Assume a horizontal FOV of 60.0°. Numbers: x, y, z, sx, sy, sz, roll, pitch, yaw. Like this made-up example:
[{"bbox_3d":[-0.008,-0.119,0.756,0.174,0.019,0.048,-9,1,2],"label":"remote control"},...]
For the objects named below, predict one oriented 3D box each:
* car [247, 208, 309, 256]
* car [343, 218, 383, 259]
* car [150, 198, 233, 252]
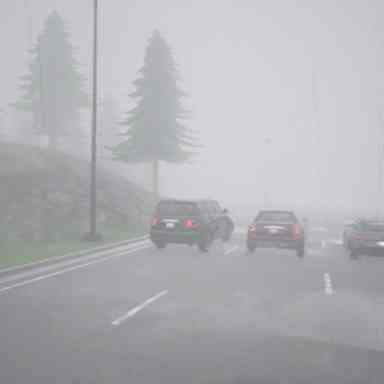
[{"bbox_3d":[3.760,1.460,14.082,2.097,1.767,4.553,0,0,21],"label":"car"},{"bbox_3d":[7.057,1.702,12.914,1.994,1.385,4.181,0,0,21],"label":"car"},{"bbox_3d":[0.185,1.298,14.548,2.150,2.045,5.566,0,0,21],"label":"car"}]
